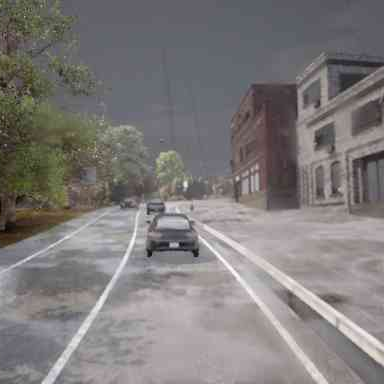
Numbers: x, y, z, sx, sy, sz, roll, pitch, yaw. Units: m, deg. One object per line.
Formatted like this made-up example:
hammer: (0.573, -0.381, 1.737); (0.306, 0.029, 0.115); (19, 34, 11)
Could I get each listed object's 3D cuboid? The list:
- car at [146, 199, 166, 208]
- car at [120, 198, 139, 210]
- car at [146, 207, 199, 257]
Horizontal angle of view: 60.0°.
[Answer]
car: (-3.691, 1.455, 34.154); (2.128, 1.511, 4.902); (0, 0, -7)
car: (-7.715, 1.468, 41.530); (1.994, 1.385, 4.181); (0, 0, -3)
car: (-0.815, 1.550, 13.036); (1.812, 1.442, 4.674); (0, 0, -6)
